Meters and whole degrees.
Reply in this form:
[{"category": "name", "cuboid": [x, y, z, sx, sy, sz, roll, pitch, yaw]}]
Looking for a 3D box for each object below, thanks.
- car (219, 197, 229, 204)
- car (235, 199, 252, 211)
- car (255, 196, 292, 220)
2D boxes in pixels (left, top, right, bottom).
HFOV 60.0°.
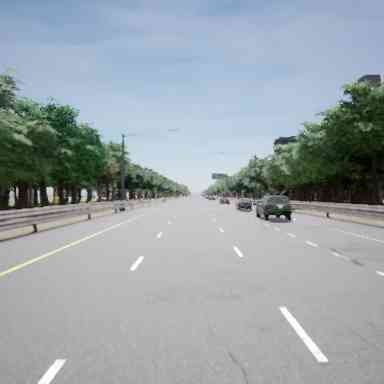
[{"category": "car", "cuboid": [7.340, 1.913, 76.540, 2.097, 1.767, 4.553, 0, -1, 1]}, {"category": "car", "cuboid": [7.128, 1.778, 46.178, 1.837, 1.490, 4.892, 0, -1, 0]}, {"category": "car", "cuboid": [7.053, 1.344, 29.096, 2.150, 2.045, 5.566, 0, 0, 0]}]
